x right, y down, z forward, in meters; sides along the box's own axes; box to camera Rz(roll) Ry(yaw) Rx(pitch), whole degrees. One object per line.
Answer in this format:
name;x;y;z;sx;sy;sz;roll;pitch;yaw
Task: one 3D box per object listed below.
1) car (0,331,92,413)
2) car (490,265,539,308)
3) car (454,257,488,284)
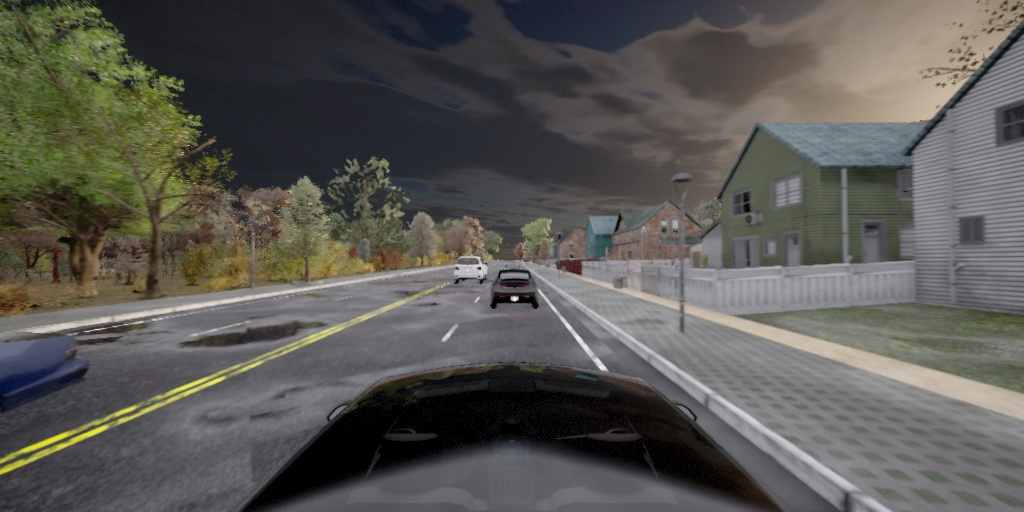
car;-6.582;1.299;2.339;2.033;1.411;5.357;0;0;0
car;0.097;1.300;15.515;1.837;1.490;4.892;0;0;0
car;-3.155;1.061;28.302;2.150;2.045;5.566;0;0;0
